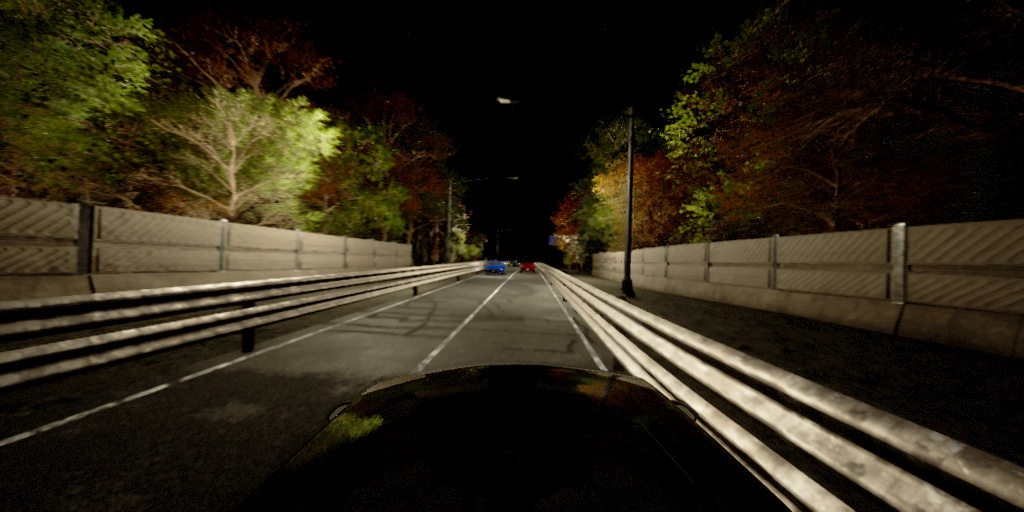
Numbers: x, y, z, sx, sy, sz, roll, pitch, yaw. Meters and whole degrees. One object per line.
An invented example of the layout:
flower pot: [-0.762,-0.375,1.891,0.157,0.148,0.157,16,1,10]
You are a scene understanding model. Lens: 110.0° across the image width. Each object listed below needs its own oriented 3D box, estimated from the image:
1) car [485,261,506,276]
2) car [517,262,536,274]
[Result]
car: [-1.705,1.247,38.195,1.882,1.535,5.008,2,0,3]
car: [2.024,1.473,46.296,1.812,1.442,4.674,2,0,3]
